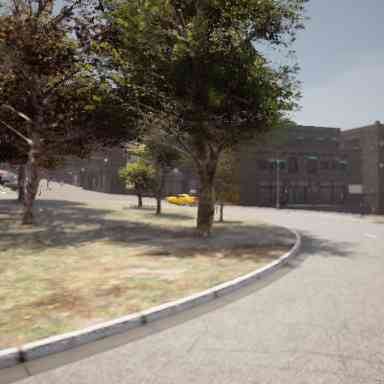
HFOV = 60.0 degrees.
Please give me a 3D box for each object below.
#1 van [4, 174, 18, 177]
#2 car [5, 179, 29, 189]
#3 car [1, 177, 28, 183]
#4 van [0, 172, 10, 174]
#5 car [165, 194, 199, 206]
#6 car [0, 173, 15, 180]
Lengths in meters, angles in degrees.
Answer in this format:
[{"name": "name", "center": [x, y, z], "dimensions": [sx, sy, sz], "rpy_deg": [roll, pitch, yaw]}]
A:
[{"name": "van", "center": [-39.717, -2.381, 76.103], "dimensions": [1.878, 1.987, 4.442], "rpy_deg": [6, 5, 36]}, {"name": "car", "center": [-34.788, -1.344, 68.428], "dimensions": [2.231, 1.521, 4.892], "rpy_deg": [6, 5, 37]}, {"name": "car", "center": [-38.234, -1.883, 73.342], "dimensions": [1.946, 1.575, 5.366], "rpy_deg": [7, 5, 36]}, {"name": "van", "center": [-44.869, -3.183, 83.504], "dimensions": [1.878, 1.987, 4.442], "rpy_deg": [7, 5, 36]}, {"name": "car", "center": [-1.372, 1.047, 45.315], "dimensions": [5.008, 1.535, 1.882], "rpy_deg": [3, 1, 34]}, {"name": "car", "center": [-41.468, -2.672, 78.511], "dimensions": [2.435, 2.045, 5.566], "rpy_deg": [7, 5, 36]}]
